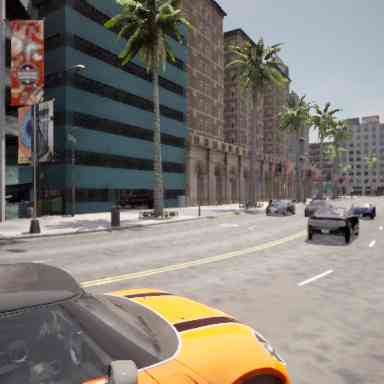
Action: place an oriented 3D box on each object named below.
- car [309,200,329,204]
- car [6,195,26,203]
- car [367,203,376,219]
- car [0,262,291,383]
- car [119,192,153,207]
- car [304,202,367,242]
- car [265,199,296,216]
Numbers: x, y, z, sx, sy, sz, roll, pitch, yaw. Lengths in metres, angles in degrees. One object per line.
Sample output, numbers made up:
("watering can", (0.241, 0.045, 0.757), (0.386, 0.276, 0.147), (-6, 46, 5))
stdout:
("car", (11.583, 1.497, 30.328), (1.837, 1.490, 4.892), (0, 0, 32))
("car", (-33.416, 1.342, 61.943), (2.161, 1.482, 4.786), (0, 0, 32))
("car", (14.949, 1.588, 29.100), (1.895, 1.301, 4.718), (0, 0, 32))
("car", (-1.318, 1.349, 2.378), (4.553, 1.767, 2.097), (0, 0, -37))
("car", (-7.688, 0.987, 46.314), (2.435, 2.045, 5.566), (0, 0, 32))
("car", (7.097, 1.484, 16.511), (2.128, 1.511, 4.902), (0, 0, 33))
("car", (8.619, 1.474, 32.190), (2.128, 1.511, 4.902), (0, 0, 32))
